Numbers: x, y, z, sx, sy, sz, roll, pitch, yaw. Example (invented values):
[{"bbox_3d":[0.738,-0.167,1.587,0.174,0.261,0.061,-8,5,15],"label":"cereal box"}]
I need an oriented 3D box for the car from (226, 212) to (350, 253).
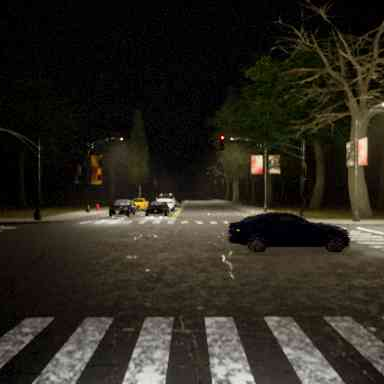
[{"bbox_3d":[3.681,1.527,13.049,4.674,1.442,1.812,0,0,0],"label":"car"}]

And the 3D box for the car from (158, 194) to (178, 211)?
[{"bbox_3d":[-3.277,1.259,41.642,2.150,2.045,5.566,0,0,0],"label":"car"}]

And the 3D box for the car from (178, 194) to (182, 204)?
[{"bbox_3d":[-3.149,1.424,66.964,2.150,2.045,5.566,0,-1,0],"label":"car"}]

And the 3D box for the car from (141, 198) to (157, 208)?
[{"bbox_3d":[-6.517,1.652,51.192,1.994,1.385,4.181,0,0,-1],"label":"car"}]

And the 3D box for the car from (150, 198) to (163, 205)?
[{"bbox_3d":[-6.460,1.765,61.471,1.895,1.301,4.718,0,0,1],"label":"car"}]

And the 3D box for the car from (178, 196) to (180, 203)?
[{"bbox_3d":[-3.263,1.693,51.893,1.895,1.301,4.718,0,0,0],"label":"car"}]

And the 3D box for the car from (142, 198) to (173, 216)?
[{"bbox_3d":[-3.284,1.577,32.285,1.994,1.385,4.181,0,0,1],"label":"car"}]

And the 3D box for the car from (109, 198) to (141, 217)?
[{"bbox_3d":[-6.544,1.504,31.647,2.128,1.511,4.902,0,0,0],"label":"car"}]

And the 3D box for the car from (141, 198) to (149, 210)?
[{"bbox_3d":[-6.528,1.513,41.146,1.882,1.535,5.008,0,0,0],"label":"car"}]
